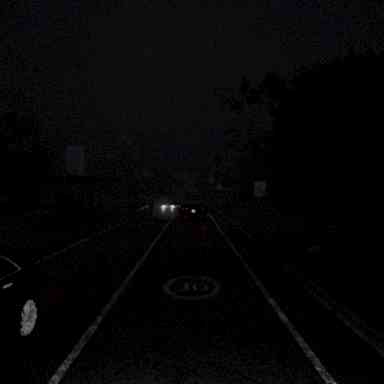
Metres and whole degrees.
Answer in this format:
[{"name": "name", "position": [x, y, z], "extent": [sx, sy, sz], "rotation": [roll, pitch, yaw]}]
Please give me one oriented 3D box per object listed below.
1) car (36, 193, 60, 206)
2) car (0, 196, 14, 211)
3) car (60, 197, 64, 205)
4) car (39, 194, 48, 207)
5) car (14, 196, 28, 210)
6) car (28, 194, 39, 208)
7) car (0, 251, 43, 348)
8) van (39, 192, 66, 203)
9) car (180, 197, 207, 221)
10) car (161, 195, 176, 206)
[{"name": "car", "position": [-21.935, 1.277, 46.553], "extent": [5.366, 1.575, 1.946], "rotation": [0, 0, 0]}, {"name": "car", "position": [-22.137, 1.203, 35.452], "extent": [4.553, 1.767, 2.185], "rotation": [0, 0, 0]}, {"name": "car", "position": [-22.155, 1.299, 49.330], "extent": [4.792, 1.488, 2.163], "rotation": [0, 0, 0]}, {"name": "car", "position": [-22.146, 1.321, 43.778], "extent": [4.792, 1.488, 2.163], "rotation": [0, 0, 0]}, {"name": "car", "position": [-22.115, 1.316, 38.228], "extent": [5.008, 1.535, 2.097], "rotation": [0, 0, 0]}, {"name": "car", "position": [-22.107, 1.305, 41.004], "extent": [4.892, 1.521, 2.231], "rotation": [0, 0, 0]}, {"name": "car", "position": [-3.350, 1.493, 3.591], "extent": [1.837, 1.490, 4.892], "rotation": [0, 0, 0]}, {"name": "van", "position": [-22.012, 1.032, 52.103], "extent": [4.442, 1.987, 1.878], "rotation": [0, 0, 0]}, {"name": "car", "position": [0.098, 1.383, 26.028], "extent": [2.163, 1.488, 4.792], "rotation": [0, 0, 0]}, {"name": "car", "position": [-3.333, 1.144, 47.914], "extent": [2.033, 1.411, 5.357], "rotation": [0, 2, 0]}]
